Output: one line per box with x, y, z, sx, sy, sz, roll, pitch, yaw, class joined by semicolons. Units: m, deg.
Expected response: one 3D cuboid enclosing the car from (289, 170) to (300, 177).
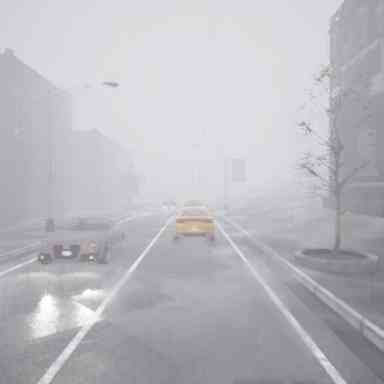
22.944;-3.802;70.323;2.185;1.767;4.553;0;1;-5;car

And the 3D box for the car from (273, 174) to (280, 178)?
22.128;-3.839;81.366;2.002;1.452;4.674;0;1;-2;car

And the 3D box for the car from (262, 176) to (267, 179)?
21.771;-4.055;92.425;2.231;1.521;4.892;0;1;-1;car

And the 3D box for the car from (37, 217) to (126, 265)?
-3.594;1.560;11.517;1.994;1.385;4.181;0;0;0;car

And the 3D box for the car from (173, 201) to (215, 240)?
0.108;1.472;17.071;1.882;1.535;5.008;0;0;0;car

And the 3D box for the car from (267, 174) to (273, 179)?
21.897;-3.976;86.908;2.231;1.521;4.892;0;1;-1;car

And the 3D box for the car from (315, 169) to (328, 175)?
24.262;-3.430;59.158;2.002;1.452;4.674;0;1;-7;car

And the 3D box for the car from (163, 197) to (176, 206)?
-3.541;1.548;53.221;1.994;1.385;4.181;0;0;0;car

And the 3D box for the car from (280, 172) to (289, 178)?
22.478;-3.778;75.828;2.097;1.535;5.008;0;1;-4;car

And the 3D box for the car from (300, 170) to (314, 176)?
23.562;-3.542;64.632;2.163;1.488;4.792;0;1;-6;car
